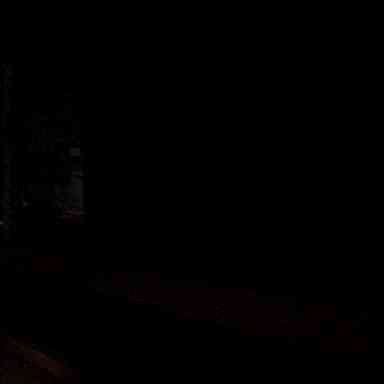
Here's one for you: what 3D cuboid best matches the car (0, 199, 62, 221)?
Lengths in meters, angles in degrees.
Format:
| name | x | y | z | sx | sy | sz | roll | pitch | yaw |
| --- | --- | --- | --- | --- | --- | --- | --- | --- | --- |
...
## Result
| name | x | y | z | sx | sy | sz | roll | pitch | yaw |
| --- | --- | --- | --- | --- | --- | --- | --- | --- | --- |
| car | -13.128 | 1.524 | 27.613 | 1.812 | 1.442 | 4.674 | 0 | 0 | 34 |

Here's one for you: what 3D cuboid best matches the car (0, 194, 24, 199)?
| name | x | y | z | sx | sy | sz | roll | pitch | yaw |
| --- | --- | --- | --- | --- | --- | --- | --- | --- | --- |
| car | -16.963 | 1.219 | 28.169 | 2.150 | 2.045 | 5.566 | 0 | 0 | 35 |
